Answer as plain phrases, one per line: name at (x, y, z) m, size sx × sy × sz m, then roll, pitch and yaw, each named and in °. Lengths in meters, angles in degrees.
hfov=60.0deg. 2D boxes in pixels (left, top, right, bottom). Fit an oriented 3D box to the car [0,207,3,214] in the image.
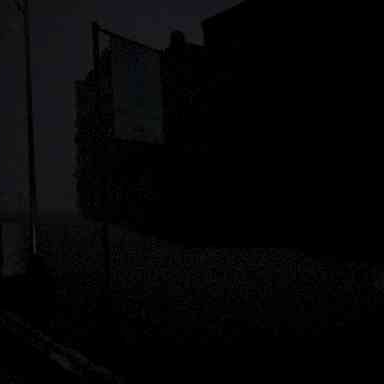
car at (-27.103, 2.377, 44.178) m, size 1.994 × 1.385 × 4.181 m, roll -4°, pitch -1°, yaw -2°
